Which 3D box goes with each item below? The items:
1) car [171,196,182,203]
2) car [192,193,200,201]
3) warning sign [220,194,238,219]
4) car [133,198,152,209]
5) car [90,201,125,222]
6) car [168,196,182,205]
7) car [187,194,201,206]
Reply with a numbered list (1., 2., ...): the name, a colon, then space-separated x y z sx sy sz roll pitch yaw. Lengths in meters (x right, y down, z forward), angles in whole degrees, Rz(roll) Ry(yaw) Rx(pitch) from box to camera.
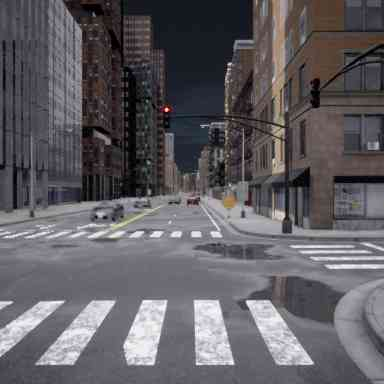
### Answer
1. car: -3.154 1.573 69.638 2.033 1.411 5.357 0 0 0
2. car: 0.975 1.267 85.682 2.150 2.045 5.566 0 0 0
3. warning sign: 2.853 1.118 25.648 1.300 1.860 1.060 0 0 0
4. car: -6.593 1.535 44.826 1.812 1.442 4.674 0 0 0
5. car: -6.600 1.494 26.408 2.128 1.511 4.902 0 0 0
6. car: -3.151 1.619 59.379 1.895 1.301 4.718 0 0 0
7. car: 0.100 1.493 54.838 1.882 1.535 5.008 0 0 0
